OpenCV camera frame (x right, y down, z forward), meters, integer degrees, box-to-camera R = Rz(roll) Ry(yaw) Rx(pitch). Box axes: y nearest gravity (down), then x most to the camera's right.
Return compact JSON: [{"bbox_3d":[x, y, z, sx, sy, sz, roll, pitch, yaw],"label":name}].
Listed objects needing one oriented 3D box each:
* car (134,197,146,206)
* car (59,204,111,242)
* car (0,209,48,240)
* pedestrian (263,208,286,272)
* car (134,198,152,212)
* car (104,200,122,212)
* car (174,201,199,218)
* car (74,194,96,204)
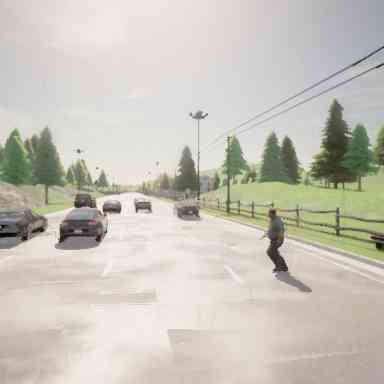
[{"bbox_3d":[-8.863,1.595,56.478,1.895,1.301,4.718,0,0,-10],"label":"car"},{"bbox_3d":[-5.259,1.524,16.439,1.812,1.442,4.674,0,0,-10],"label":"car"},{"bbox_3d":[-8.739,1.545,16.655,2.033,1.411,5.357,0,0,-11],"label":"car"},{"bbox_3d":[2.286,1.293,9.181,0.375,1.860,0.375,0,0,-7],"label":"pedestrian"},{"bbox_3d":[-5.727,1.486,39.031,2.128,1.511,4.902,0,0,-10],"label":"car"},{"bbox_3d":[-9.055,1.559,37.806,1.994,1.385,4.181,0,0,-10],"label":"car"},{"bbox_3d":[-0.544,1.522,30.027,1.812,1.442,4.674,0,0,-10],"label":"car"},{"bbox_3d":[-13.290,1.215,41.561,2.150,2.045,5.566,0,0,-10],"label":"car"}]
